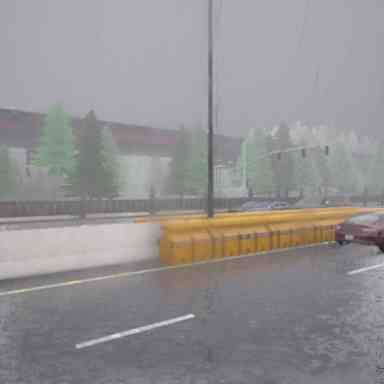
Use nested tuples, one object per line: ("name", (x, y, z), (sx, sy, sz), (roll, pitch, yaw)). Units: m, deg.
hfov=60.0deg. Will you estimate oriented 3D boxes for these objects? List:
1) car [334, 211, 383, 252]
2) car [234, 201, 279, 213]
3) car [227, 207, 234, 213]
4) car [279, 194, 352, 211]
("car", (7.687, 1.492, 13.587), (4.674, 1.442, 1.812), (0, 0, -35))
("car", (5.924, 1.446, 25.340), (4.902, 1.511, 2.128), (0, 0, -35))
("car", (5.639, 1.497, 29.406), (5.357, 1.411, 2.033), (0, 0, -35))
("car", (8.923, 1.174, 23.163), (5.566, 2.045, 2.150), (0, 0, -35))
